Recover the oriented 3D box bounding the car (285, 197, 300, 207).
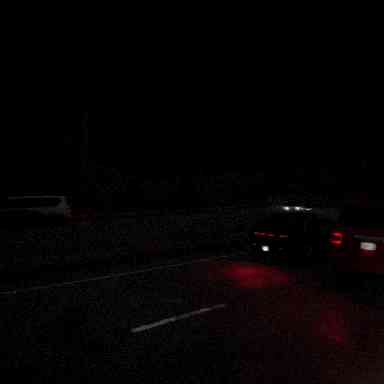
[{"bbox_3d":[15.932,1.478,52.383,1.882,1.535,5.008,0,0,23],"label":"car"}]

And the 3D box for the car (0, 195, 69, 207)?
[{"bbox_3d":[-9.661,1.221,18.805,5.566,2.045,2.150,0,0,-39],"label":"car"}]

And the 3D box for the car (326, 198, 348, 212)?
[{"bbox_3d":[17.288,1.477,39.586,1.882,1.535,5.008,0,0,30],"label":"car"}]

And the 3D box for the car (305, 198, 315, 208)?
[{"bbox_3d":[17.017,1.564,46.498,1.994,1.385,4.181,0,0,26],"label":"car"}]

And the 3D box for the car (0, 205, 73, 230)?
[{"bbox_3d":[-8.345,1.547,15.377,5.357,1.411,2.033,0,0,-38],"label":"car"}]

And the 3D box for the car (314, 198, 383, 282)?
[{"bbox_3d":[5.671,1.221,8.678,5.566,2.045,2.150,0,0,-41],"label":"car"}]

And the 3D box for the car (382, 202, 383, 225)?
[{"bbox_3d":[15.439,1.491,24.155,2.128,1.511,4.902,0,0,39],"label":"car"}]

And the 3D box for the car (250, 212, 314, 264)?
[{"bbox_3d":[4.098,1.505,11.989,4.892,1.490,1.837,0,0,-42],"label":"car"}]
